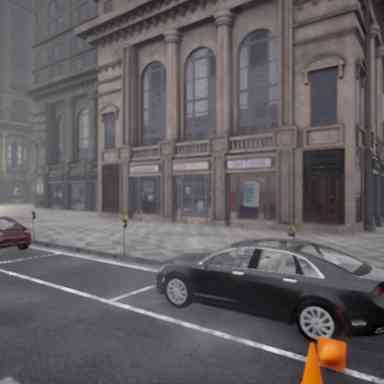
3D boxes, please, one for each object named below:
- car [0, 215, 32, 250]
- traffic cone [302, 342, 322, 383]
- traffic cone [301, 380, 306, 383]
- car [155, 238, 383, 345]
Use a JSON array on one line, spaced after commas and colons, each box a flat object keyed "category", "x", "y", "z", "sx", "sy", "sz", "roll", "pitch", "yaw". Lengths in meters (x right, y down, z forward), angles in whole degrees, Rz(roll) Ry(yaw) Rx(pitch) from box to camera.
[{"category": "car", "x": -7.733, "y": 1.523, "z": 12.630, "sx": 4.206, "sy": 1.307, "sz": 1.802, "roll": 0, "pitch": 0, "yaw": 36}, {"category": "traffic cone", "x": 1.317, "y": 1.951, "z": 3.647, "sx": 0.340, "sy": 0.580, "sz": 0.340, "roll": 0, "pitch": 0, "yaw": 36}, {"category": "traffic cone", "x": 0.736, "y": 1.951, "z": 2.834, "sx": 0.340, "sy": 0.580, "sz": 0.340, "roll": 0, "pitch": 0, "yaw": 36}, {"category": "car", "x": 1.258, "y": 1.540, "z": 6.207, "sx": 4.403, "sy": 1.369, "sz": 2.008, "roll": 0, "pitch": 0, "yaw": 36}]
